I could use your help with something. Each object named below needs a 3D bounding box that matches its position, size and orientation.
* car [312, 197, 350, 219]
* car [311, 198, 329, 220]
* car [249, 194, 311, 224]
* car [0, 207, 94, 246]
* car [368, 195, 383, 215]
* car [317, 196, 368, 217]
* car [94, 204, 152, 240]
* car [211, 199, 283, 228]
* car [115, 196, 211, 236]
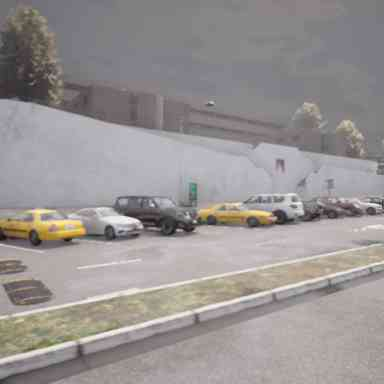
[{"bbox_3d":[10.095,1.393,27.442,4.674,1.452,2.002,-1,-1,35],"label":"car"},{"bbox_3d":[7.618,1.413,25.705,4.792,1.488,2.163,-1,0,35],"label":"car"},{"bbox_3d":[5.172,1.163,23.966,5.566,2.045,2.435,-1,0,35],"label":"car"},{"bbox_3d":[-7.187,1.486,15.338,5.366,1.575,1.946,-1,0,35],"label":"car"},{"bbox_3d":[14.981,1.308,30.922,4.674,1.452,2.002,-1,0,35],"label":"car"},{"bbox_3d":[12.510,1.185,29.198,4.553,1.767,2.185,-1,0,35],"label":"car"},{"bbox_3d":[-4.587,1.521,16.985,4.674,1.452,2.002,-1,-1,34],"label":"car"},{"bbox_3d":[2.905,1.432,22.106,5.366,1.575,1.946,-1,-1,35],"label":"car"},{"bbox_3d":[-2.113,1.223,18.714,5.566,2.045,2.435,-1,-1,35],"label":"car"}]
